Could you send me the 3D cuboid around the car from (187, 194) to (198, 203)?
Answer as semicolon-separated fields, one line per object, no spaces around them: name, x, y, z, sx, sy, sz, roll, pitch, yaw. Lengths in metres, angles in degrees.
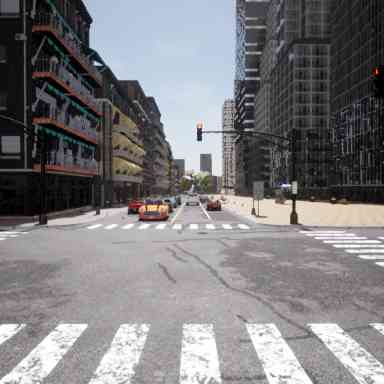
car;0.124;1.353;69.895;2.097;1.767;4.553;0;0;0

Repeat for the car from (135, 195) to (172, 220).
car;-3.090;1.348;27.600;2.097;1.767;4.553;0;0;0

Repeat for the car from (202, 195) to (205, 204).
car;2.667;1.551;63.644;2.008;1.369;4.403;-1;0;0

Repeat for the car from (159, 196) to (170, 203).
car;-5.678;1.583;69.238;1.802;1.307;4.206;-1;0;0

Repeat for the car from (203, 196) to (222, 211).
car;2.660;1.540;41.048;1.887;1.381;4.507;-1;0;0

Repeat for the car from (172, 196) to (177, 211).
car;-3.084;1.500;37.597;1.837;1.490;4.892;0;0;0

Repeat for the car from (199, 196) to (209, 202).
car;2.671;1.547;74.942;1.887;1.381;4.507;-1;0;0

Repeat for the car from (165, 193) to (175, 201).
car;-5.676;1.322;86.185;2.192;1.841;5.009;-1;0;0

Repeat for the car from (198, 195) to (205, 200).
car;2.676;1.534;92.059;1.752;1.417;4.829;-1;0;0

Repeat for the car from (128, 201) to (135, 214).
car;-5.689;1.540;35.344;1.887;1.381;4.507;-1;0;0

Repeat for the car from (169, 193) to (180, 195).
car;-3.031;1.220;58.243;2.150;2.045;5.566;0;0;1

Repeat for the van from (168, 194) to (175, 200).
van;-5.673;1.350;91.833;1.690;1.788;3.998;-1;0;0

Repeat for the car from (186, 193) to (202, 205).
car;0.122;1.219;58.381;2.150;2.045;5.566;0;0;0

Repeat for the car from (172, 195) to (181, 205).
car;-3.076;1.544;47.925;2.033;1.411;5.357;0;0;0
